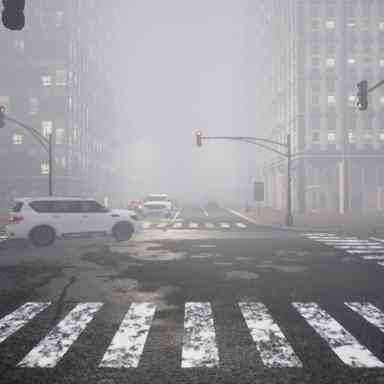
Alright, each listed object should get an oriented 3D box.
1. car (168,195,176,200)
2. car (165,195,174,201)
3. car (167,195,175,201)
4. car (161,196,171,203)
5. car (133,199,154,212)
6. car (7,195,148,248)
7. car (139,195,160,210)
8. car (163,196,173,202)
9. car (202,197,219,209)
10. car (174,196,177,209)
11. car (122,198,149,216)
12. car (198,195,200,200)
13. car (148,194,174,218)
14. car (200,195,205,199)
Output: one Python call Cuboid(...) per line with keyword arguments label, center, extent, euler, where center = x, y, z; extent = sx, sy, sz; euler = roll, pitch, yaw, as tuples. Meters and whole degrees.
Cuboid(label="car", center=(-5.666, 1.605, 95.075), extent=(1.947, 1.339, 4.313), euler=(1, 0, 0))
Cuboid(label="car", center=(-5.666, 1.578, 83.924), extent=(1.887, 1.381, 4.507), euler=(1, 0, 0))
Cuboid(label="car", center=(-5.666, 1.587, 89.500), extent=(2.008, 1.369, 4.403), euler=(1, 0, 0))
Cuboid(label="car", center=(-5.668, 1.573, 72.774), extent=(1.887, 1.381, 4.507), euler=(1, 0, 0))
Cuboid(label="car", center=(-5.673, 1.597, 39.323), extent=(1.802, 1.307, 4.206), euler=(1, 0, 0))
Cuboid(label="car", center=(-5.115, 1.231, 14.900), extent=(5.566, 2.045, 2.150), euler=(0, 1, -29))
Cuboid(label="car", center=(-5.666, 1.332, 44.898), extent=(2.192, 1.841, 5.009), euler=(1, 0, 0))
Cuboid(label="car", center=(-5.667, 1.582, 78.349), extent=(2.008, 1.369, 4.403), euler=(1, 0, 0))
Cuboid(label="car", center=(2.708, 1.599, 44.959), extent=(1.802, 1.307, 4.206), euler=(1, 0, 0))
Cuboid(label="car", center=(-3.093, 1.541, 40.235), extent=(1.812, 1.442, 4.674), euler=(0, 0, 0))
Cuboid(label="car", center=(-5.670, 1.453, 33.748), extent=(1.967, 1.590, 4.097), euler=(1, 0, 0))
Cuboid(label="car", center=(2.711, 1.590, 61.692), extent=(1.947, 1.339, 4.313), euler=(1, 0, 0))
Cuboid(label="car", center=(-3.094, 1.233, 30.313), extent=(2.150, 2.045, 5.566), euler=(0, 0, 0))
Cuboid(label="car", center=(2.711, 1.547, 56.285), extent=(1.752, 1.417, 4.829), euler=(1, 0, 0))
